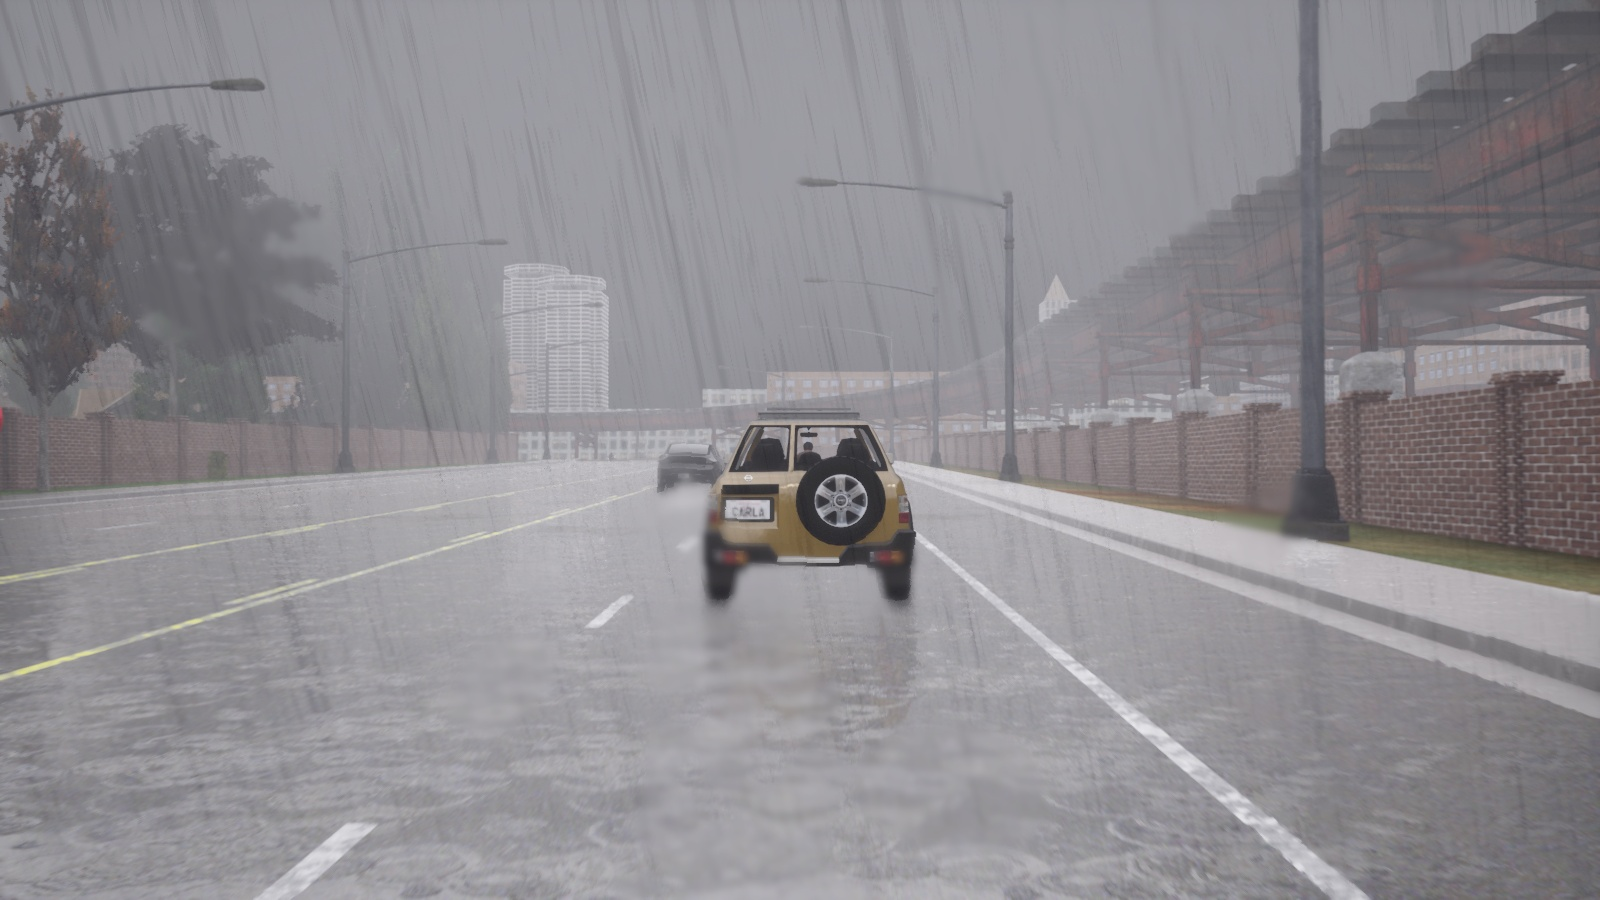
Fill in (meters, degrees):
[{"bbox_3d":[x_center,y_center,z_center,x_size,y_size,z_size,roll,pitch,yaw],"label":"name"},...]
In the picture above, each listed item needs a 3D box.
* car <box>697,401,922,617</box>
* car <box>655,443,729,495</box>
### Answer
[{"bbox_3d":[0.093,0.493,13.087,1.932,1.855,4.605,0,0,0],"label":"car"},{"bbox_3d":[-3.256,0.539,38.791,1.837,1.490,4.892,0,0,0],"label":"car"}]
